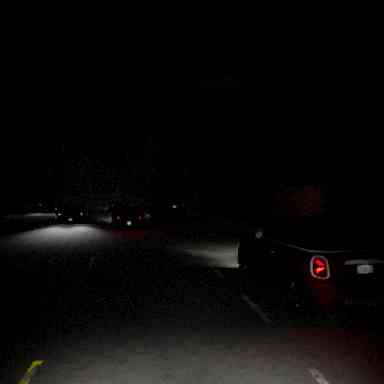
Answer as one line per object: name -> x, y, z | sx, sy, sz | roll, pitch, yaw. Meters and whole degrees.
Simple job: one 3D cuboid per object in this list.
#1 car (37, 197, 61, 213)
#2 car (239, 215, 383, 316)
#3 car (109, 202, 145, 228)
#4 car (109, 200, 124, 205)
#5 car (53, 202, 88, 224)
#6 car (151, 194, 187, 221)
car -> -15.515, 1.343, 36.549 | 2.097, 1.767, 4.553 | 0, 0, -14
car -> 2.617, 1.324, 7.746 | 2.097, 1.767, 4.553 | 0, 0, -9
car -> -4.296, 1.573, 21.982 | 1.895, 1.301, 4.718 | 0, 0, -14
car -> -8.806, 1.557, 39.155 | 1.895, 1.301, 4.718 | 0, 0, -15
car -> -8.866, 1.587, 24.897 | 1.895, 1.301, 4.718 | 0, 0, -15
car -> -1.949, 1.173, 26.856 | 2.150, 2.045, 5.566 | 0, 0, -15
